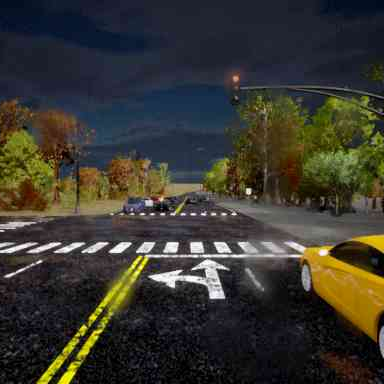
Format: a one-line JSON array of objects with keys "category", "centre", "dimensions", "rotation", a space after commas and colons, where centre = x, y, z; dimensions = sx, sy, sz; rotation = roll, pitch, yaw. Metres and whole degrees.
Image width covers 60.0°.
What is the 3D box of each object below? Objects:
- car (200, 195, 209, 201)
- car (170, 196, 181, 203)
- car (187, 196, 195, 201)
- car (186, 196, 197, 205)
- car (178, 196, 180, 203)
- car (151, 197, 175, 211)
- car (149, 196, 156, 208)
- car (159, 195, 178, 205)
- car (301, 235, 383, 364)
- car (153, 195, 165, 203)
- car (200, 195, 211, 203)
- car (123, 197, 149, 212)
[{"category": "car", "centre": [3.022, 1.456, 81.684], "dimensions": [2.033, 1.411, 5.357], "rotation": [0, 0, 0]}, {"category": "car", "centre": [-3.444, 1.543, 69.621], "dimensions": [2.033, 1.411, 5.357], "rotation": [0, 0, 0]}, {"category": "car", "centre": [-0.228, 1.605, 82.020], "dimensions": [1.895, 1.301, 4.718], "rotation": [0, 0, 0]}, {"category": "car", "centre": [-0.074, 1.568, 60.244], "dimensions": [1.994, 1.385, 4.181], "rotation": [0, 0, 0]}, {"category": "car", "centre": [-3.492, 1.530, 59.007], "dimensions": [1.812, 1.442, 4.674], "rotation": [0, 0, 0]}, {"category": "car", "centre": [-3.462, 1.602, 40.089], "dimensions": [1.895, 1.301, 4.718], "rotation": [0, 0, 0]}, {"category": "car", "centre": [-6.742, 1.528, 48.229], "dimensions": [1.812, 1.442, 4.674], "rotation": [0, 0, 0]}, {"category": "car", "centre": [-3.483, 1.507, 49.164], "dimensions": [1.837, 1.490, 4.892], "rotation": [0, 0, 0]}, {"category": "car", "centre": [3.347, 1.444, 5.449], "dimensions": [1.882, 1.535, 5.008], "rotation": [0, 1, 0]}, {"category": "car", "centre": [-6.703, 1.484, 67.747], "dimensions": [1.882, 1.535, 5.008], "rotation": [0, 0, 0]}, {"category": "car", "centre": [3.073, 1.503, 71.529], "dimensions": [2.128, 1.511, 4.902], "rotation": [0, 0, 0]}, {"category": "car", "centre": [-6.710, 1.353, 39.244], "dimensions": [2.097, 1.767, 4.553], "rotation": [0, 0, 0]}]
